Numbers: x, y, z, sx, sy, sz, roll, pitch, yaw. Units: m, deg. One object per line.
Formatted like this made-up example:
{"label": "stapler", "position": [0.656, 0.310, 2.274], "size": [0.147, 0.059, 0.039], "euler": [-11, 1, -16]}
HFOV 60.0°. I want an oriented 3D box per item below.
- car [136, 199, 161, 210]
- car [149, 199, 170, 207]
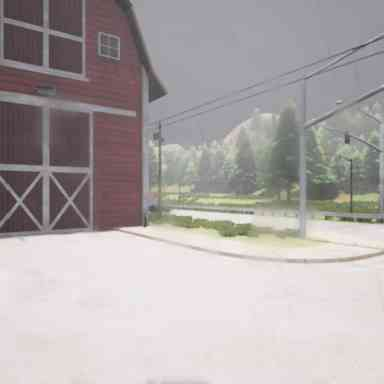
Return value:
{"label": "car", "position": [-6.523, 1.844, 49.614], "size": [1.812, 1.442, 4.674], "euler": [0, 0, -34]}
{"label": "car", "position": [-4.450, 1.810, 40.198], "size": [2.033, 1.411, 5.357], "euler": [0, 0, -34]}
